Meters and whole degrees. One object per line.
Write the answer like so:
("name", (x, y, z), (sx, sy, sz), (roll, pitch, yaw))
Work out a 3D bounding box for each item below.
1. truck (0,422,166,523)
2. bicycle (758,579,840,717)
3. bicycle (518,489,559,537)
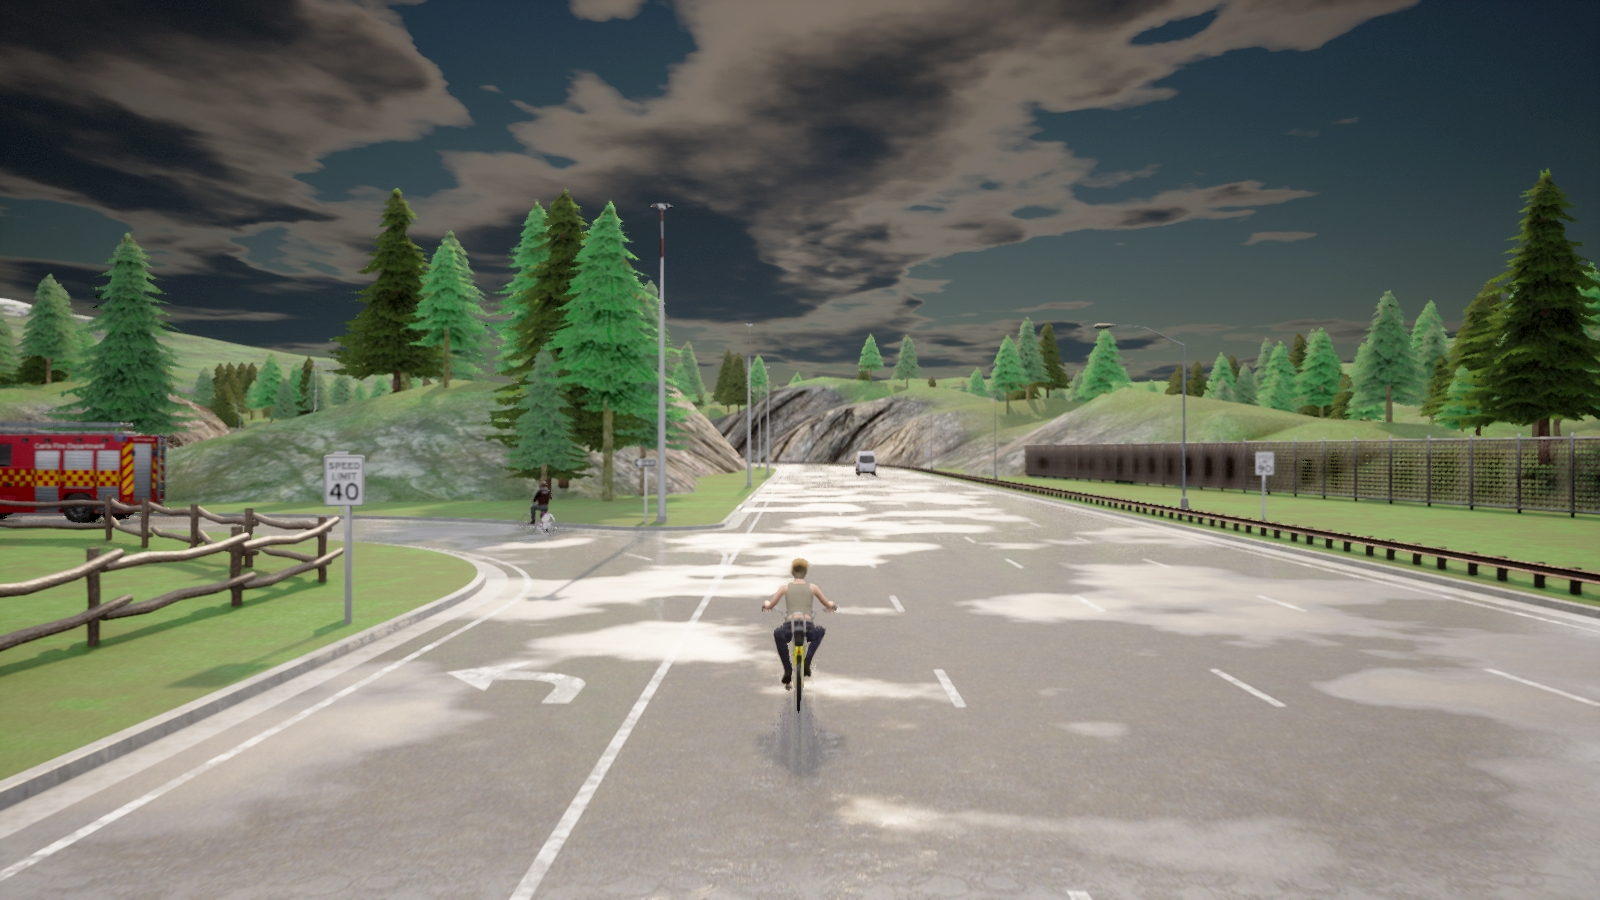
("truck", (-29.910, 0.865, 44.833), (8.468, 3.827, 2.891), (0, 0, 1))
("bicycle", (-0.008, 2.150, 12.667), (0.859, 1.276, 1.487), (0, 0, 0))
("bicycle", (-8.510, 2.038, 37.136), (1.835, 1.471, 0.329), (0, 1, 44))
